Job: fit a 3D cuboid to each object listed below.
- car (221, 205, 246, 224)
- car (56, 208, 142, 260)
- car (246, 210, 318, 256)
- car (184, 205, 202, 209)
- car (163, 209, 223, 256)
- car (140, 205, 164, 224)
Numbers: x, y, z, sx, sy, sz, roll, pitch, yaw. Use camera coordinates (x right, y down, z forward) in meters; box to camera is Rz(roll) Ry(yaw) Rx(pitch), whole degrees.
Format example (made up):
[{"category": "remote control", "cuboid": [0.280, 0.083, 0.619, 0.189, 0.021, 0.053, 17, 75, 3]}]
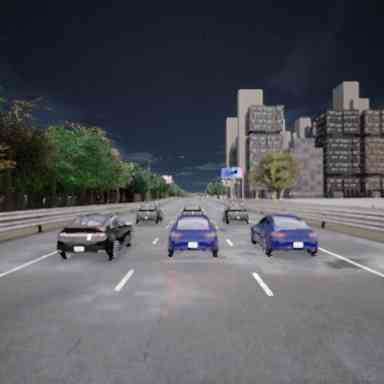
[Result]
[{"category": "car", "cuboid": [3.548, 1.817, 27.749, 2.128, 1.511, 4.902, 0, -1, 0]}, {"category": "car", "cuboid": [-3.454, 1.566, 12.674, 2.128, 1.511, 4.902, 0, -1, 1]}, {"category": "car", "cuboid": [3.552, 1.605, 13.353, 1.812, 1.442, 4.674, 0, 0, 1]}, {"category": "car", "cuboid": [0.049, 1.817, 27.752, 2.128, 1.511, 4.902, 0, -1, 0]}, {"category": "car", "cuboid": [0.051, 1.605, 13.345, 1.812, 1.442, 4.674, 0, 0, 1]}, {"category": "car", "cuboid": [-3.452, 1.817, 27.756, 2.128, 1.511, 4.902, 0, -1, 1]}]
